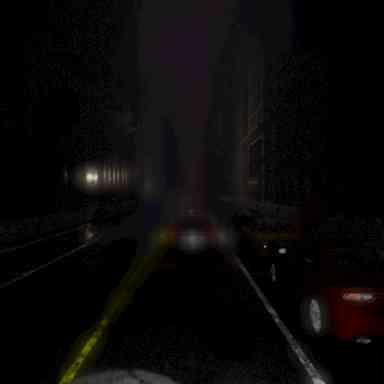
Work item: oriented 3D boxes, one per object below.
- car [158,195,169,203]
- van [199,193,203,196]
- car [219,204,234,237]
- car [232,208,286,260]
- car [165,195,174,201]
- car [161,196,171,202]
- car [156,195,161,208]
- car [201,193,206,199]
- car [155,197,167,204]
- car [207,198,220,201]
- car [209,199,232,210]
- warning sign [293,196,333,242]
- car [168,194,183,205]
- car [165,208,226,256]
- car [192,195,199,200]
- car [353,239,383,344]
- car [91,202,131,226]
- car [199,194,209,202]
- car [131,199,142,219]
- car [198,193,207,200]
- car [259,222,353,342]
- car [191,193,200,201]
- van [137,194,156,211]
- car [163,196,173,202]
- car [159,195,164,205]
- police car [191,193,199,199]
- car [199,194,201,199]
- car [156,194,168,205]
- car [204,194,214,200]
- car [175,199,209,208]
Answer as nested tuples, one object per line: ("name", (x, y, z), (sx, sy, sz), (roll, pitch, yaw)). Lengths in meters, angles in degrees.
("car", (-5.739, 1.428, 68.081), (1.967, 1.590, 4.097), (0, 0, 0))
("van", (2.786, 1.329, 68.092), (1.690, 1.788, 3.998), (0, 0, 0))
("car", (2.768, 1.545, 17.677), (2.008, 1.369, 4.403), (0, 0, 0))
("car", (2.765, 1.521, 12.245), (1.752, 1.417, 4.829), (0, 0, 0))
("car", (-5.732, 1.559, 84.887), (1.947, 1.339, 4.313), (0, 0, 0))
("car", (-5.736, 1.540, 73.684), (2.008, 1.369, 4.403), (0, 0, 0))
("car", (-5.747, 1.513, 45.503), (1.752, 1.417, 4.829), (0, 0, 0))
("car", (2.780, 1.428, 51.286), (1.967, 1.590, 4.097), (0, 0, 0))
("car", (-5.740, 1.569, 62.480), (1.802, 1.307, 4.206), (0, 0, 0))
("car", (2.774, 1.572, 34.482), (1.802, 1.307, 4.206), (0, 0, 0))
("car", (2.772, 1.557, 28.880), (1.947, 1.339, 4.313), (0, 0, 0))
("warning sign", (5.076, 1.110, 14.025), (1.300, 1.860, 1.060), (0, 0, 0))
("car", (-3.032, 1.513, 58.133), (1.812, 1.442, 4.674), (0, 0, 1))
("car", (0.050, 1.560, 13.083), (1.994, 1.385, 4.181), (0, 0, 1))
("car", (0.935, 1.522, 90.031), (1.812, 1.442, 4.674), (0, 0, 0))
("car", (2.761, 1.315, 0.871), (2.192, 1.841, 5.009), (0, 0, 0))
("car", (-5.755, 1.574, 23.265), (1.802, 1.307, 4.206), (0, 0, 0))
("car", (2.790, 1.306, 79.295), (2.192, 1.841, 5.009), (0, 0, 0))
("car", (-5.753, 1.572, 28.866), (1.802, 1.307, 4.206), (0, 0, 0))
("car", (2.794, 1.311, 90.498), (2.192, 1.841, 5.009), (0, 0, 0))
("car", (2.763, 1.542, 6.473), (1.887, 1.381, 4.507), (0, 0, 0))
("car", (0.886, 1.215, 84.061), (2.150, 2.045, 5.566), (0, 0, 0))
("van", (-5.749, 1.330, 40.071), (1.690, 1.788, 3.998), (0, 0, 0))
("car", (-5.734, 1.556, 79.285), (1.947, 1.339, 4.313), (0, 0, 0))
("car", (-5.745, 1.570, 51.275), (1.802, 1.307, 4.206), (0, 0, 0))
("police car", (0.929, 1.415, 74.141), (1.930, 1.638, 5.238), (0, 0, 0))
("car", (2.785, 1.513, 62.661), (1.752, 1.417, 4.829), (0, 0, 0))
("car", (-5.743, 1.302, 56.877), (2.192, 1.841, 5.009), (0, 0, 0))
("car", (2.776, 1.429, 40.083), (1.967, 1.590, 4.097), (0, 0, 0))
("car", (0.034, 1.539, 25.841), (2.033, 1.411, 5.357), (0, 0, 1))
